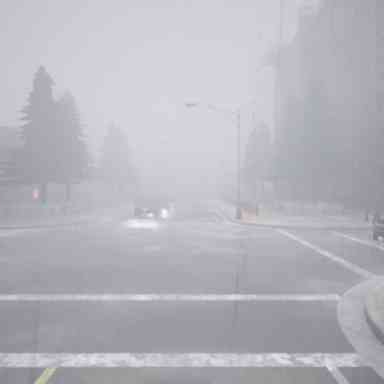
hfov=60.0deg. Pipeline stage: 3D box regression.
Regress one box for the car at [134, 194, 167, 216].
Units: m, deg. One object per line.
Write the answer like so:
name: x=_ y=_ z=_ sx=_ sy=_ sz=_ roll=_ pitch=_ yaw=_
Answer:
car: x=-3.600 y=1.170 z=27.768 sx=2.128 sy=1.511 sz=4.902 roll=0 pitch=1 yaw=0

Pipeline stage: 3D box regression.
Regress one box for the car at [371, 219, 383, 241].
car: x=8.742 y=1.343 z=11.271 sx=4.902 sy=1.511 sz=2.128 roll=0 pitch=0 yaw=-3

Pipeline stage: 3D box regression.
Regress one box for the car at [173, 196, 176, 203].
car: x=-3.551 y=0.957 z=49.198 sx=1.812 sy=1.442 sz=4.674 roll=0 pitch=1 yaw=1

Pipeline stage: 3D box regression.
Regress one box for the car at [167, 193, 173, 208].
car: x=-3.601 y=1.162 z=37.891 sx=1.895 sy=1.301 sz=4.718 roll=0 pitch=1 yaw=0
